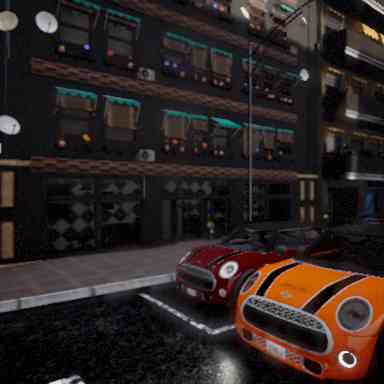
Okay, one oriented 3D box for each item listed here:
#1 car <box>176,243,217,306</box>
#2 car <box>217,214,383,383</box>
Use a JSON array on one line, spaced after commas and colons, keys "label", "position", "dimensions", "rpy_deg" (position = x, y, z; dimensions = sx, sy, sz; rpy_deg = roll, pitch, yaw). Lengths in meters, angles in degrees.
[{"label": "car", "position": [1.623, 1.452, 7.718], "dimensions": [4.097, 1.590, 1.967], "rpy_deg": [0, 0, -35]}, {"label": "car", "position": [2.870, 1.363, 5.429], "dimensions": [4.553, 1.767, 2.097], "rpy_deg": [0, 0, -35]}]
